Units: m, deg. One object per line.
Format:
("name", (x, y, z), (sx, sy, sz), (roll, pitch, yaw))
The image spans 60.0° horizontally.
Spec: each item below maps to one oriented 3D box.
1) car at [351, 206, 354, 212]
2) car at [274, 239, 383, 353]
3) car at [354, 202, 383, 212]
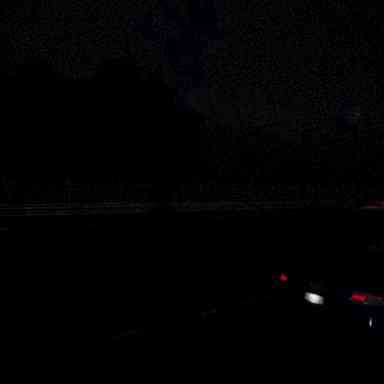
("car", (20.714, 1.872, 39.393), (4.181, 1.385, 1.994), (1, 0, -33))
("car", (3.487, 1.592, 6.192), (4.181, 1.385, 1.994), (0, 0, -35))
("car", (19.217, 1.739, 34.201), (5.008, 1.535, 1.882), (1, 0, -34))
